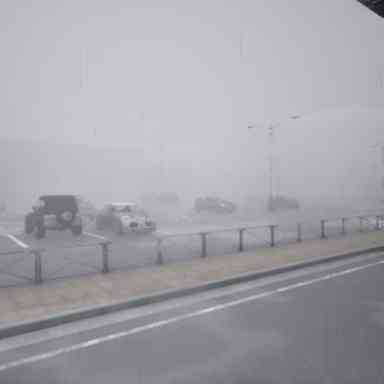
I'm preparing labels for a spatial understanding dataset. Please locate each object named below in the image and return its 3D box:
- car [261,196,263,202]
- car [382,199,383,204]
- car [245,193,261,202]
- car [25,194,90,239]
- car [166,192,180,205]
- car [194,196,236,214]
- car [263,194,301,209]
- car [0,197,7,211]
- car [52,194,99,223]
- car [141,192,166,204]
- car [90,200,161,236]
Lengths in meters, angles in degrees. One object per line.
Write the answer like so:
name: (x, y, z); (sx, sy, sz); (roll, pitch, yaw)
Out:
car: (13.342, 1.036, 52.410); (1.970, 1.475, 3.806); (-1, 0, -36)
car: (24.213, 0.944, 37.236); (2.152, 1.636, 5.027); (-1, 0, -36)
car: (11.381, 1.011, 60.162); (1.845, 1.501, 3.633); (-1, 0, -36)
car: (-6.493, 1.074, 15.559); (1.905, 1.878, 3.866); (-1, 0, -36)
car: (-3.722, 0.924, 49.330); (1.932, 1.855, 4.605); (-1, 0, -36)
car: (2.019, 1.150, 30.614); (2.007, 1.523, 4.514); (-1, 0, -36)
car: (10.120, 1.070, 36.464); (1.845, 1.501, 3.633); (-1, 0, -36)
car: (-21.163, 1.282, 35.713); (1.970, 1.475, 3.806); (-1, 0, -36)
car: (-8.469, 1.078, 23.854); (1.932, 1.855, 4.605); (-1, 0, -36)
car: (-5.828, 0.932, 47.286); (1.905, 1.878, 3.866); (-1, 0, -36)
car: (-3.443, 1.323, 17.024); (1.970, 1.475, 3.806); (-1, 0, -36)
